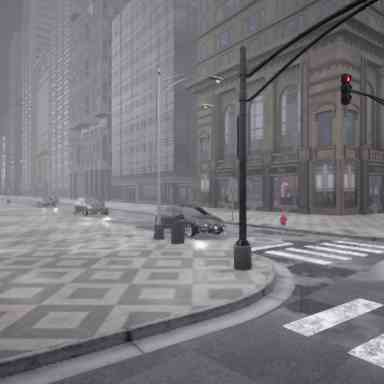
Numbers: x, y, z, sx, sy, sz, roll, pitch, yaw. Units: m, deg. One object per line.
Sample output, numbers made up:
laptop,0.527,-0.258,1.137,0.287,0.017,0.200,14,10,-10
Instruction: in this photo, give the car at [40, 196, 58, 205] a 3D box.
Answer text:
car,-25.093,1.447,58.333,1.895,1.301,4.718,0,0,-36

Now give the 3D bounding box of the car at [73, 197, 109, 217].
car,-9.306,1.259,30.624,2.097,1.767,4.553,0,0,-35

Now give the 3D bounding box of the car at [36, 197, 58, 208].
car,-20.249,1.414,46.170,1.837,1.490,4.892,0,0,-35

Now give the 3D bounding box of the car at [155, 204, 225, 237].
car,-0.249,1.453,17.872,1.837,1.490,4.892,0,0,-35
